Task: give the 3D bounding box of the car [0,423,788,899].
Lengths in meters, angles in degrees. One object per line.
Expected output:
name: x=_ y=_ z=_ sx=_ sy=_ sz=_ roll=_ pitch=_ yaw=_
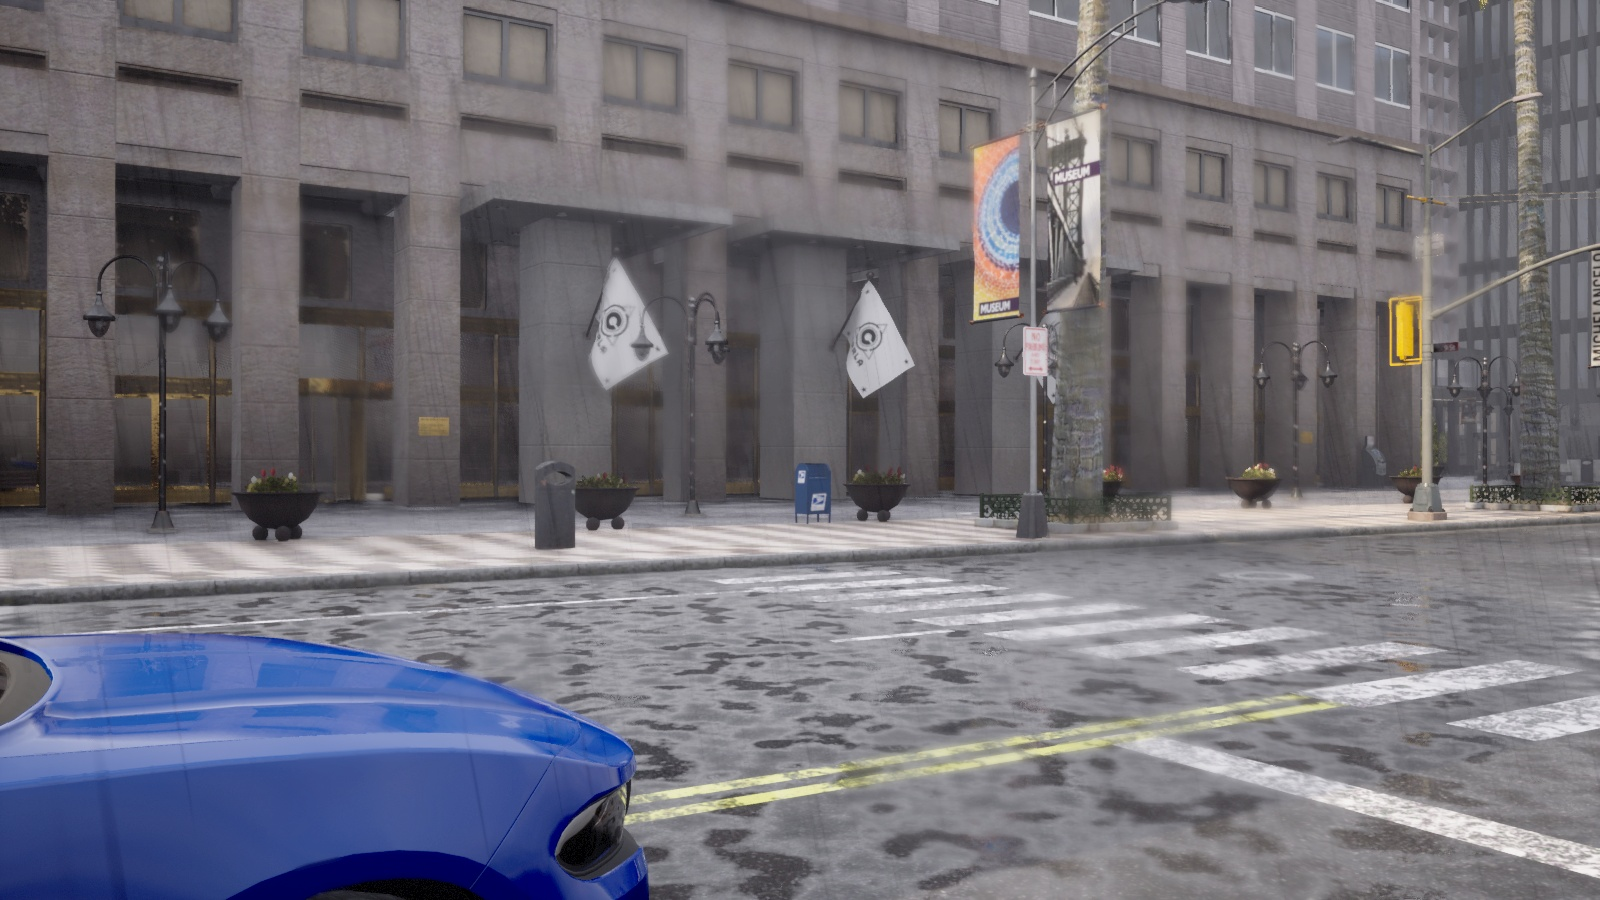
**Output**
car: x=-2.602 y=0.733 z=1.896 sx=5.008 sy=1.535 sz=1.882 roll=0 pitch=0 yaw=-36
